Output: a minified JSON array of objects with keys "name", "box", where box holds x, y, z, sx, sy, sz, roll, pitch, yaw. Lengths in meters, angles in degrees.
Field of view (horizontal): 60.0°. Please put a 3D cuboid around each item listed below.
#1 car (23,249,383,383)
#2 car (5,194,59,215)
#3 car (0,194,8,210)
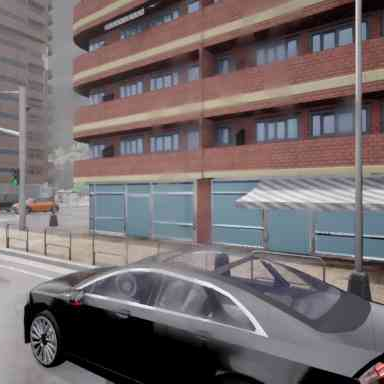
[{"name":"car","box":[-0.172,1.491,4.112,4.902,1.511,2.128,0,0,35]},{"name":"car","box":[-16.249,1.352,34.471,2.097,1.767,4.553,0,0,36]},{"name":"car","box":[-20.174,1.221,35.029,2.150,2.045,5.566,0,0,35]}]
